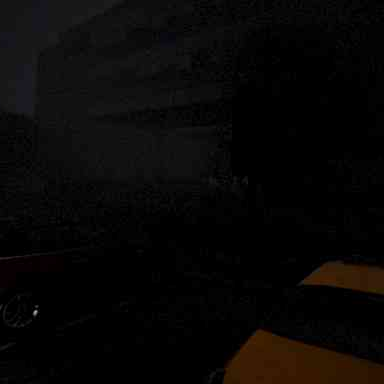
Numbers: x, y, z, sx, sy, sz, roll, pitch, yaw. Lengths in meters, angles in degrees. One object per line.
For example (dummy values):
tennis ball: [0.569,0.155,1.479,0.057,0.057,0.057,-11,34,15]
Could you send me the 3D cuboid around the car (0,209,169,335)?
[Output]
car: [-2.505,1.302,7.031,2.185,1.767,4.553,1,0,36]
